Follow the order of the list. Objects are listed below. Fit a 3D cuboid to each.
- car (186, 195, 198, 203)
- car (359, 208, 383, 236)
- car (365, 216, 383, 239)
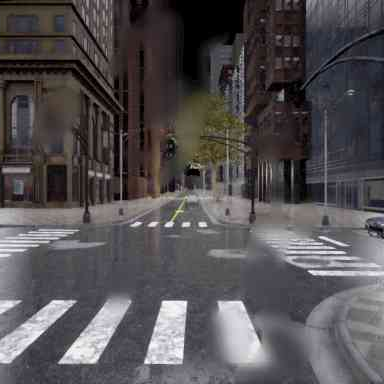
[{"bbox_3d":[0.027,1.239,58.437,1.812,1.442,4.674,0,1,0],"label":"car"},{"bbox_3d":[11.909,1.632,18.368,4.403,1.369,2.008,0,0,0],"label":"car"},{"bbox_3d":[10.876,1.426,15.705,4.553,1.767,2.097,0,0,0],"label":"car"}]
